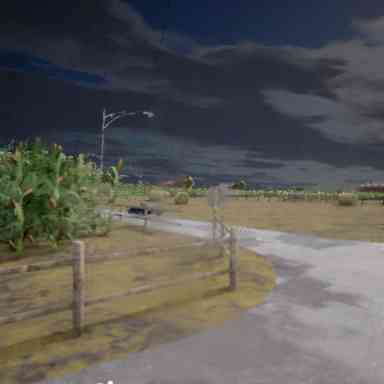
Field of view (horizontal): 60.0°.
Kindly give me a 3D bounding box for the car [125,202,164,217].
[{"bbox_3d":[-4.546,1.574,31.040,1.895,1.301,4.718,3,-1,-35],"label":"car"}]
